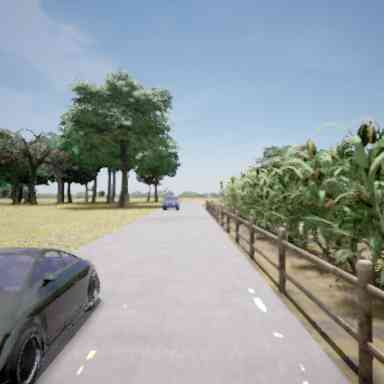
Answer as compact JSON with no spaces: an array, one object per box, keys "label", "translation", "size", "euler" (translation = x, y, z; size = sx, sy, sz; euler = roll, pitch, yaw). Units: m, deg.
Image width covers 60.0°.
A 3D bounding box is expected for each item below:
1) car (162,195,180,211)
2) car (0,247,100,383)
[{"label":"car","translation":[-2.858,1.497,46.058],"size":[2.150,2.045,5.566],"euler":[0,0,0]},{"label":"car","translation":[-2.851,1.587,5.066],"size":[1.994,1.385,4.181],"euler":[0,0,0]}]
